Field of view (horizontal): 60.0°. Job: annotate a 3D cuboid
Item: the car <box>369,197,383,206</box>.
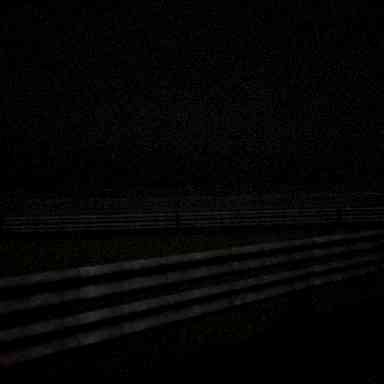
[{"bbox_3d":[21.067,1.137,34.492,5.008,1.535,1.882,-1,1,-5],"label":"car"}]
